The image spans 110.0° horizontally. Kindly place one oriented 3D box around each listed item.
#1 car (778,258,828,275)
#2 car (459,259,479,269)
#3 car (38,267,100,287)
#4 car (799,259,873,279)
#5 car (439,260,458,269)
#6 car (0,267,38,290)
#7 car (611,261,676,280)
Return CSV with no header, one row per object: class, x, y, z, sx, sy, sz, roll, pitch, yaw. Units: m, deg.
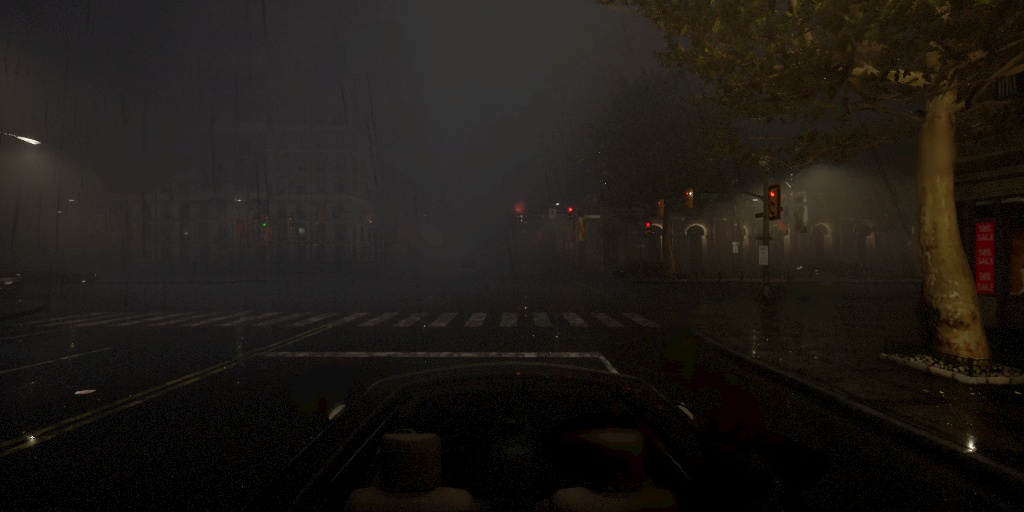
car,29.079,1.103,34.681,4.553,1.767,2.097,0,0,1
car,-6.869,1.228,57.776,1.882,1.535,5.008,0,0,1
car,-30.273,1.351,23.532,4.718,1.301,1.895,0,0,1
car,28.352,1.254,31.187,4.892,1.490,1.837,0,0,1
car,-10.376,1.314,57.312,1.994,1.385,4.181,0,0,1
car,-30.496,1.242,20.035,4.902,1.511,2.128,0,0,1
car,11.598,1.228,31.284,5.008,1.535,1.882,0,0,-1
